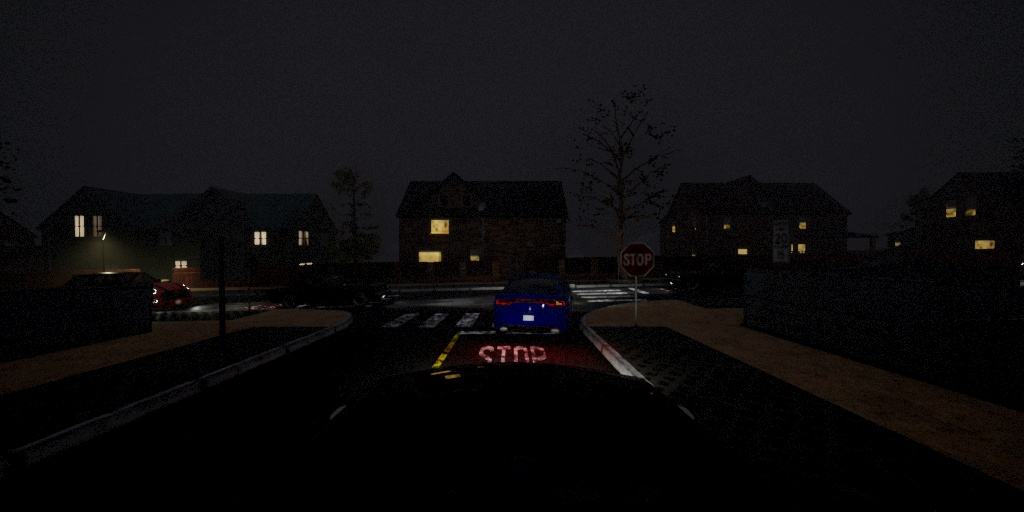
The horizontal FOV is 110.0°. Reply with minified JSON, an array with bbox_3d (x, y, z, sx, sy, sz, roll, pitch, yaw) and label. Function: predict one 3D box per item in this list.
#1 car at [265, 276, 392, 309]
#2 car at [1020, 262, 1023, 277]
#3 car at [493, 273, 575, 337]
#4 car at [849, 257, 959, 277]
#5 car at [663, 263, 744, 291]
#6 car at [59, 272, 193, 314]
[{"bbox_3d":[-7.807,1.506,15.623,4.718,1.301,1.895,-1,1,0],"label":"car"},{"bbox_3d":[29.571,0.335,18.567,4.553,1.767,2.097,-1,1,0],"label":"car"},{"bbox_3d":[0.789,1.226,10.413,1.882,1.535,5.008,0,0,10],"label":"car"},{"bbox_3d":[20.061,0.753,18.578,5.357,1.411,2.033,-1,1,0],"label":"car"},{"bbox_3d":[10.416,1.034,18.545,4.718,1.301,1.895,-1,1,-1],"label":"car"},{"bbox_3d":[-16.794,1.472,15.619,4.553,1.767,2.097,-1,1,0],"label":"car"}]
